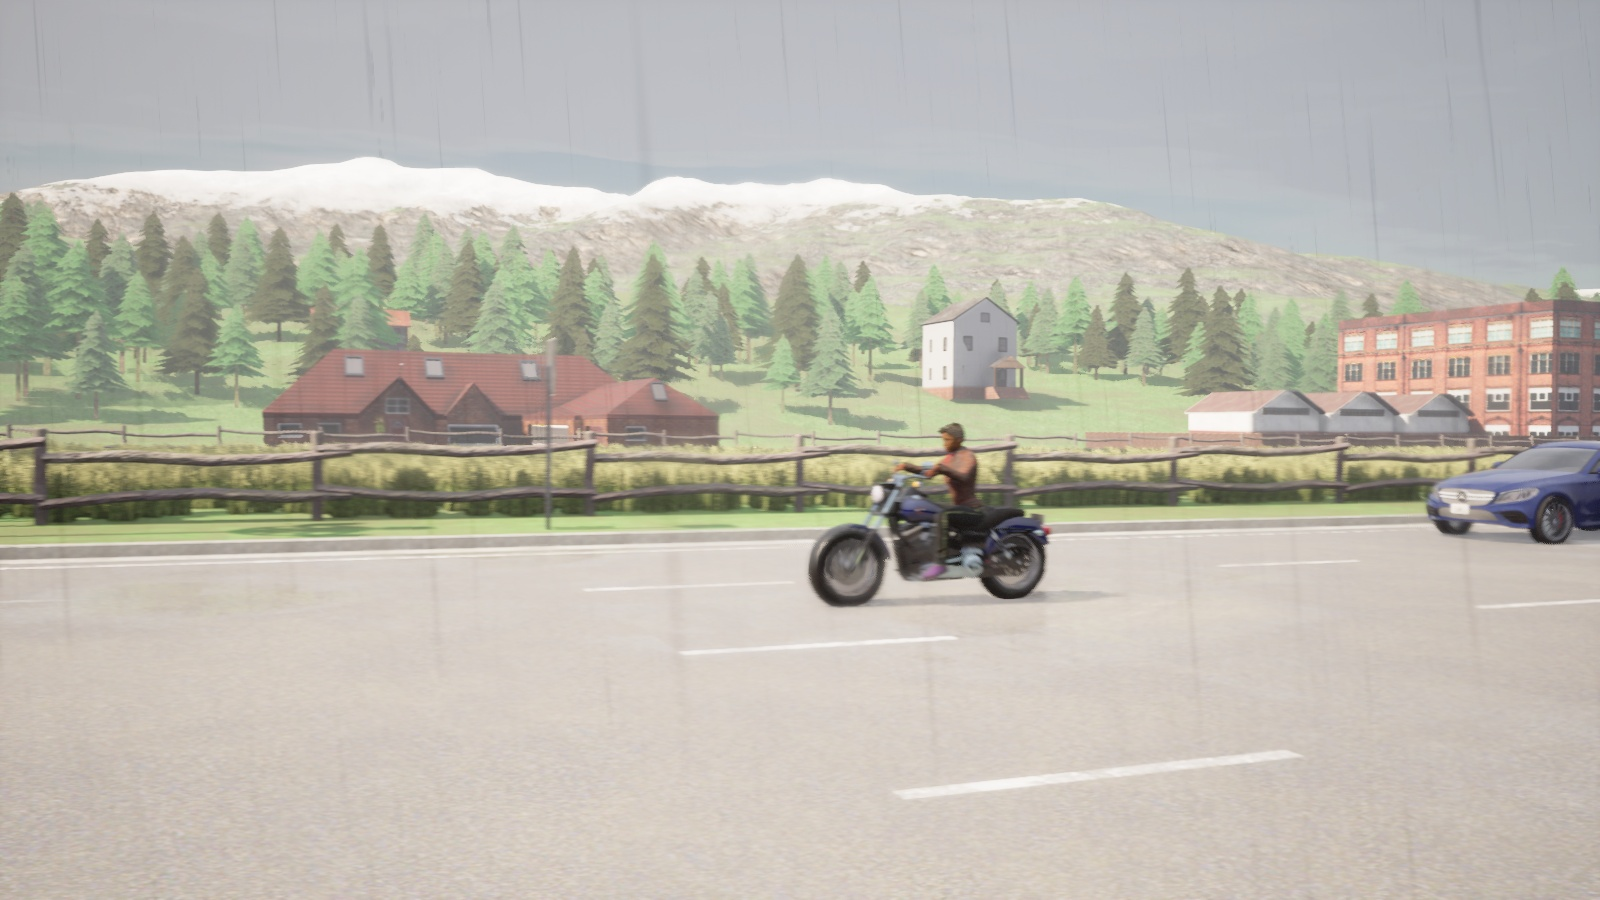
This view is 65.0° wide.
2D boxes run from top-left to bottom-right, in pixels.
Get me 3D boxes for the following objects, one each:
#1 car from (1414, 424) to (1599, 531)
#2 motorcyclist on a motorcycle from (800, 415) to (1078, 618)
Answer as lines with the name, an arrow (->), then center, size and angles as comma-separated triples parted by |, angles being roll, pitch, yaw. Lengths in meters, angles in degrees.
car -> 11.787, 0.339, 18.943 | 4.674, 1.442, 1.812 | -1, 1, -21
motorcyclist on a motorcycle -> 1.247, 0.537, 11.199 | 2.350, 1.649, 0.766 | -1, 1, -21
